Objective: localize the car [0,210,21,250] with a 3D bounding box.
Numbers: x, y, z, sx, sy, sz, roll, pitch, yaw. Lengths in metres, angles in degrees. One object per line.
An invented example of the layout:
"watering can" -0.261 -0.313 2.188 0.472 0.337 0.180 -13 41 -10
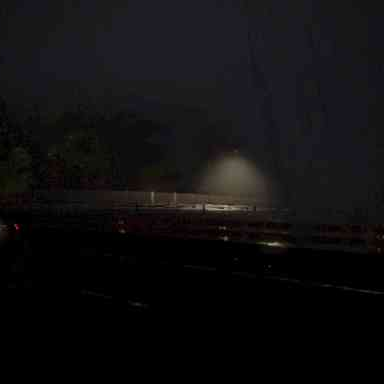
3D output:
"car" -9.219 1.487 13.636 4.553 1.767 2.097 -1 0 28
